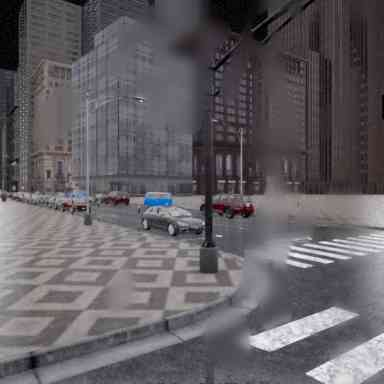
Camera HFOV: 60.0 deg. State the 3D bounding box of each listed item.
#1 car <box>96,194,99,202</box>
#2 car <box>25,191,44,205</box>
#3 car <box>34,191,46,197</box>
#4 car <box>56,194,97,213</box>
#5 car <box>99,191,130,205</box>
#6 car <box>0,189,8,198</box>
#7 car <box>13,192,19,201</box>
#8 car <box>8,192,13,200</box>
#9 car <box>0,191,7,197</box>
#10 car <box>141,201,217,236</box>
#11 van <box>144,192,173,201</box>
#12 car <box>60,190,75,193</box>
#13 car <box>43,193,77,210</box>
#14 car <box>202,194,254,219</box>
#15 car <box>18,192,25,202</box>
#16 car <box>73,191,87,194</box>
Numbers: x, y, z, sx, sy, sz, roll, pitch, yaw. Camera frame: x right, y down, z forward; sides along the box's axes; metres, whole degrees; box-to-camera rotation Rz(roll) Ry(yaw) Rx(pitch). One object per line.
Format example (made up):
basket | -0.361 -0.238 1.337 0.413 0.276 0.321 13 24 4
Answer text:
car | -13.154 0.934 48.564 2.008 1.369 4.403 1 0 -36
car | -20.097 0.939 43.616 2.008 1.369 4.403 1 0 -36
car | -38.534 0.495 84.109 1.887 1.381 4.507 0 0 -36
car | -10.580 1.139 30.287 1.887 1.381 4.507 1 0 -36
car | -9.978 0.766 44.119 2.192 1.841 5.009 1 0 -36
car | -39.130 0.611 70.273 1.947 1.339 4.313 1 0 -36
car | -26.440 0.702 52.502 1.967 1.590 4.097 1 0 -36
car | -29.613 0.747 56.945 1.887 1.381 4.507 1 0 -36
car | -45.374 0.482 79.020 1.752 1.417 4.829 1 0 -36
car | -1.065 1.367 16.959 2.008 1.369 4.403 1 0 -36
van | -3.633 0.930 35.232 1.690 1.788 3.998 1 0 -36
car | -21.923 0.778 56.405 1.812 1.442 4.674 0 1 -35
car | -13.752 1.074 34.729 2.008 1.369 4.403 1 0 -36
car | 2.712 1.050 26.345 2.192 1.841 5.009 1 0 -36
car | -23.269 0.874 48.059 2.008 1.369 4.403 1 0 -36
car | -16.199 0.967 48.388 1.895 1.301 4.718 0 1 -36
